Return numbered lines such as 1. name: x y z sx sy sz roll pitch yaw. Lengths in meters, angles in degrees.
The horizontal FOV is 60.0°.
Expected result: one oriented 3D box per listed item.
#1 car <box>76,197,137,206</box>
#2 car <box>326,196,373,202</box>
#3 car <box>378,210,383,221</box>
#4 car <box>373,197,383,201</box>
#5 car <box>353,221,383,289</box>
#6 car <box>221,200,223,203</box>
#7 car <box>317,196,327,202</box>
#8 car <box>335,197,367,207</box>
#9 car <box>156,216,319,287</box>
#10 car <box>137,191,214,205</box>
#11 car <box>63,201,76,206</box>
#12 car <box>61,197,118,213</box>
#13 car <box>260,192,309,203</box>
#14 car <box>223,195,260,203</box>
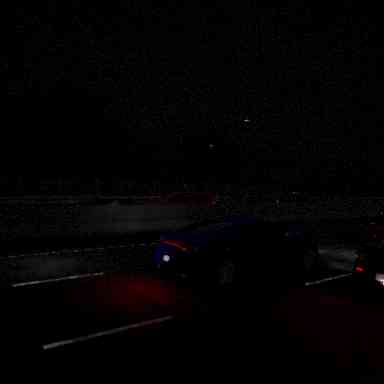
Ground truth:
1. car: -5.713 1.220 25.586 5.357 1.411 2.033 0 1 -34
2. car: 17.767 1.385 37.417 5.008 1.535 1.882 1 1 -34
3. car: 14.267 1.521 22.222 4.674 1.442 1.812 0 1 -35
4. car: 25.984 1.480 47.273 4.892 1.490 1.837 1 0 -35
5. car: 5.633 1.529 7.790 4.674 1.442 1.812 0 1 -35
6. car: 5.795 1.195 41.961 4.892 1.490 1.837 1 0 -34
7. car: 21.894 1.336 52.954 4.902 1.511 2.128 1 1 -34
8. car: 23.999 1.443 50.155 5.357 1.411 2.033 1 1 -34
9. car: 1.439 1.407 9.150 5.008 1.535 1.882 0 1 -35
10. car: -0.869 0.972 24.658 5.566 2.045 2.150 0 1 -34
11. car: -8.299 1.213 28.055 4.718 1.301 1.895 0 1 -34
12. car: -9.631 1.162 31.381 4.718 1.301 1.895 0 1 -34
13. car: 10.588 1.030 36.753 5.566 2.045 2.150 1 0 -34
14. car: 6.346 1.210 38.104 5.008 1.535 1.882 1 0 -34
